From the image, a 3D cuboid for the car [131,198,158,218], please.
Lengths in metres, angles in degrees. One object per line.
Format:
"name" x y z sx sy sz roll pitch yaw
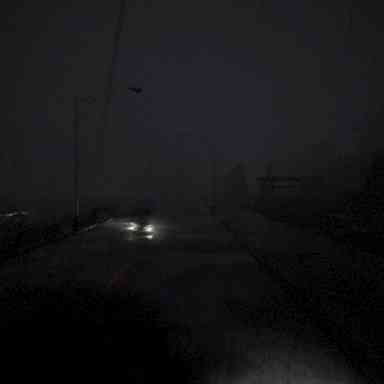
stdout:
"car" -4.105 1.353 29.180 1.882 1.535 5.008 0 0 0
